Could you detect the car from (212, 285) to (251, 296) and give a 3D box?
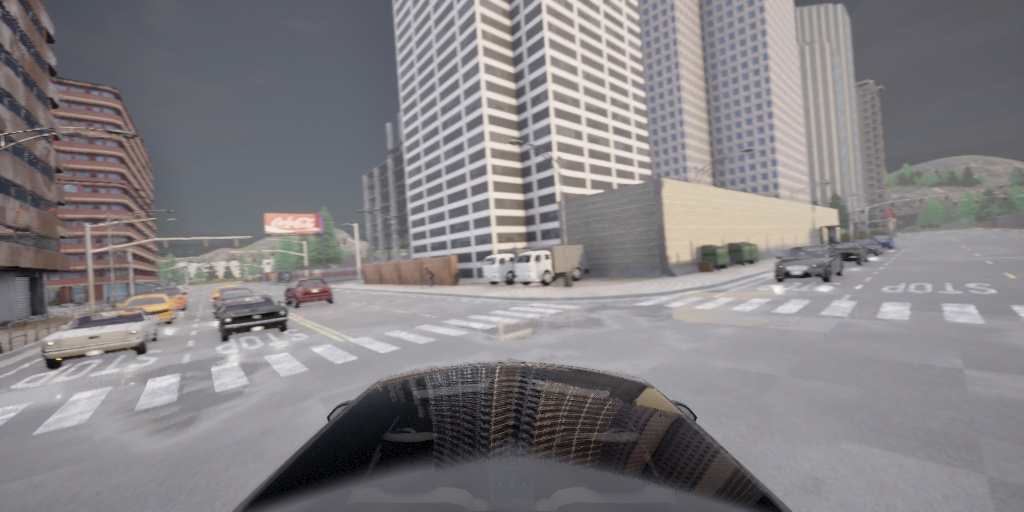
[{"bbox_3d":[-15.566,2.562,20.270,1.812,1.442,4.674,-4,0,-40],"label":"car"}]

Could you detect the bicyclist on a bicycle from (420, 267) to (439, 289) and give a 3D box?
[{"bbox_3d":[-6.476,1.704,28.005,1.656,1.620,0.582,-4,0,-40],"label":"bicyclist on a bicycle"}]

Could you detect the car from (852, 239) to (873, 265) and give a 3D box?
[{"bbox_3d":[20.918,-0.125,22.569,4.718,1.301,1.895,-4,0,-40],"label":"car"}]

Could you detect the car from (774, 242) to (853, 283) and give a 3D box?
[{"bbox_3d":[13.381,0.291,16.149,4.902,1.511,2.128,-4,0,-40],"label":"car"}]

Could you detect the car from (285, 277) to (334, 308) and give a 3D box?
[{"bbox_3d":[-13.179,2.226,23.118,2.097,1.767,4.553,-4,0,-40],"label":"car"}]

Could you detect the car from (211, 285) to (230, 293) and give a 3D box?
[{"bbox_3d":[-22.020,3.039,27.911,1.882,1.535,5.008,-4,0,-40],"label":"car"}]

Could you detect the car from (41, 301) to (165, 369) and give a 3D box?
[{"bbox_3d":[-12.429,2.351,11.123,1.895,1.301,4.718,-4,0,-40],"label":"car"}]

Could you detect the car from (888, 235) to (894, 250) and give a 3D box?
[{"bbox_3d":[37.721,-1.419,36.823,5.008,1.535,1.882,-4,-1,-40],"label":"car"}]

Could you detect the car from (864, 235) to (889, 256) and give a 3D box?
[{"bbox_3d":[28.773,-0.726,29.255,5.357,1.411,2.033,-4,0,-40],"label":"car"}]

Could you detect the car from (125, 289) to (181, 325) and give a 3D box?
[{"bbox_3d":[-18.495,2.721,18.295,1.882,1.535,5.008,-4,0,-40],"label":"car"}]

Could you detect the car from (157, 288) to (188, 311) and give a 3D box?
[{"bbox_3d":[-24.742,3.104,25.707,2.097,1.767,4.553,-4,0,-40],"label":"car"}]

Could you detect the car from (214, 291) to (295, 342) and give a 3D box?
[{"bbox_3d":[-9.684,2.159,13.289,1.895,1.301,4.718,-4,0,-40],"label":"car"}]
